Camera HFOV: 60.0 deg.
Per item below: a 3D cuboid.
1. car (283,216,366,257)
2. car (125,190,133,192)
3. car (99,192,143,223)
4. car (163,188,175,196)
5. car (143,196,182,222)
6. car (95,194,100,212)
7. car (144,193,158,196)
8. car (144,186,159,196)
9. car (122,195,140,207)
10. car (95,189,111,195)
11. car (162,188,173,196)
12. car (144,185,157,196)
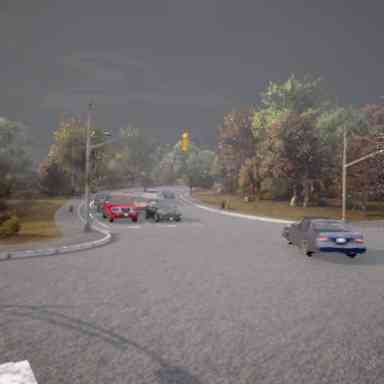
[{"bbox_3d":[5.215,1.722,13.815,2.033,1.411,5.357,1,-1,3],"label":"car"},{"bbox_3d":[-10.497,0.494,55.397,2.097,1.767,4.553,1,3,-10],"label":"car"},{"bbox_3d":[-5.969,1.310,27.430,2.150,2.045,5.566,1,0,-22],"label":"car"},{"bbox_3d":[-4.103,0.496,61.120,2.128,1.511,4.902,1,3,-7],"label":"car"},{"bbox_3d":[-2.463,1.512,28.214,2.097,1.767,4.553,1,0,-23],"label":"car"},{"bbox_3d":[-9.452,1.397,36.695,1.837,1.490,4.892,1,1,-18],"label":"car"},{"bbox_3d":[-5.556,1.355,36.188,2.097,1.767,4.553,1,1,-19],"label":"car"},{"bbox_3d":[-6.741,0.480,55.019,2.150,2.045,5.566,1,3,-11],"label":"car"},{"bbox_3d":[-8.392,1.220,45.545,1.994,1.385,4.181,1,2,-15],"label":"car"},{"bbox_3d":[-12.340,0.718,46.737,2.150,2.045,5.566,1,2,-13],"label":"car"},{"bbox_3d":[-5.178,-0.041,71.328,2.128,1.511,4.902,1,3,-1],"label":"car"},{"bbox_3d":[-8.617,-0.321,69.769,2.150,2.045,5.566,1,3,-1],"label":"car"}]
